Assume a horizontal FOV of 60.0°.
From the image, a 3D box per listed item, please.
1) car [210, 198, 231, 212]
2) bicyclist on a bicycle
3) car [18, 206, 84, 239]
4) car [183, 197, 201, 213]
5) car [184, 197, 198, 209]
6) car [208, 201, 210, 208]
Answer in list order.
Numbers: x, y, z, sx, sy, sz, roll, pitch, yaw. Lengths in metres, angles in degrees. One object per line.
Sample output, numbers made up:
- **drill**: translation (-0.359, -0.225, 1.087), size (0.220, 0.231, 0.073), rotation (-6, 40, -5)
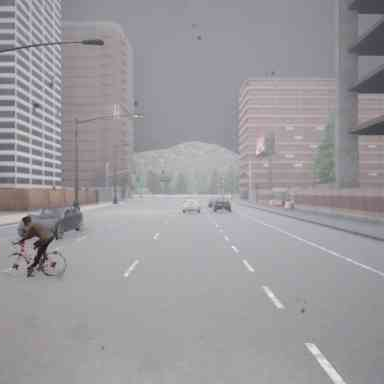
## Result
- **car**: translation (3.416, 1.505, 38.445), size (1.837, 1.490, 4.892), rotation (0, 0, 0)
- **bicyclist on a bicycle**: translation (-4.121, 1.455, 8.678), size (1.656, 1.620, 0.582), rotation (-2, 0, 0)
- **car**: translation (-7.140, 1.491, 17.313), size (2.128, 1.511, 4.902), rotation (0, 0, 0)
- **car**: translation (-0.056, 1.526, 37.135), size (1.812, 1.442, 4.674), rotation (0, 0, 0)
- **car**: translation (-0.106, 1.478, 47.394), size (1.882, 1.535, 5.008), rotation (0, 0, 0)
- **car**: translation (3.337, 1.601, 47.967), size (1.895, 1.301, 4.718), rotation (0, 0, 0)
